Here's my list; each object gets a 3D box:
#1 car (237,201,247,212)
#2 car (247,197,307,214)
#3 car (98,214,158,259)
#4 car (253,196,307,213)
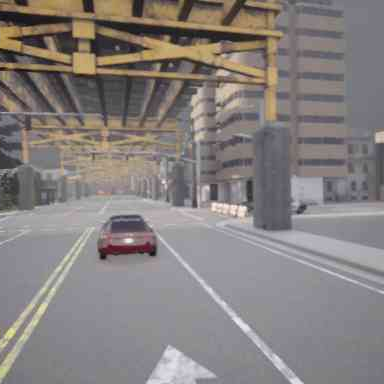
[{"bbox_3d":[6.826,1.120,32.288,4.974,1.542,2.038,-1,0,12],"label":"car"},{"bbox_3d":[7.429,1.137,28.161,4.974,1.542,2.038,-1,0,-33],"label":"car"},{"bbox_3d":[-2.481,1.525,12.587,1.994,1.385,4.181,-1,0,-13],"label":"car"},{"bbox_3d":[7.470,0.979,28.188,4.536,1.218,1.853,-1,0,-33],"label":"car"}]
